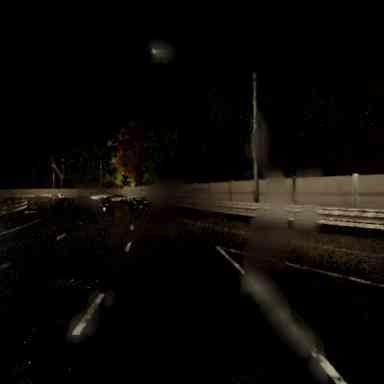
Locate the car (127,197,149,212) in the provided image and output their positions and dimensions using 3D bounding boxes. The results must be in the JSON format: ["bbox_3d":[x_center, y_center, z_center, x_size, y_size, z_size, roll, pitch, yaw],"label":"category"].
[{"bbox_3d":[-5.802,1.329,35.476,2.128,1.511,4.902,0,-2,-18],"label":"car"}]

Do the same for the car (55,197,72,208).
[{"bbox_3d":[-18.254,1.489,47.357,1.837,1.490,4.892,0,1,-26],"label":"car"}]

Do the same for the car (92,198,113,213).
[{"bbox_3d":[-9.584,1.452,35.733,1.837,1.490,4.892,0,0,-19],"label":"car"}]
